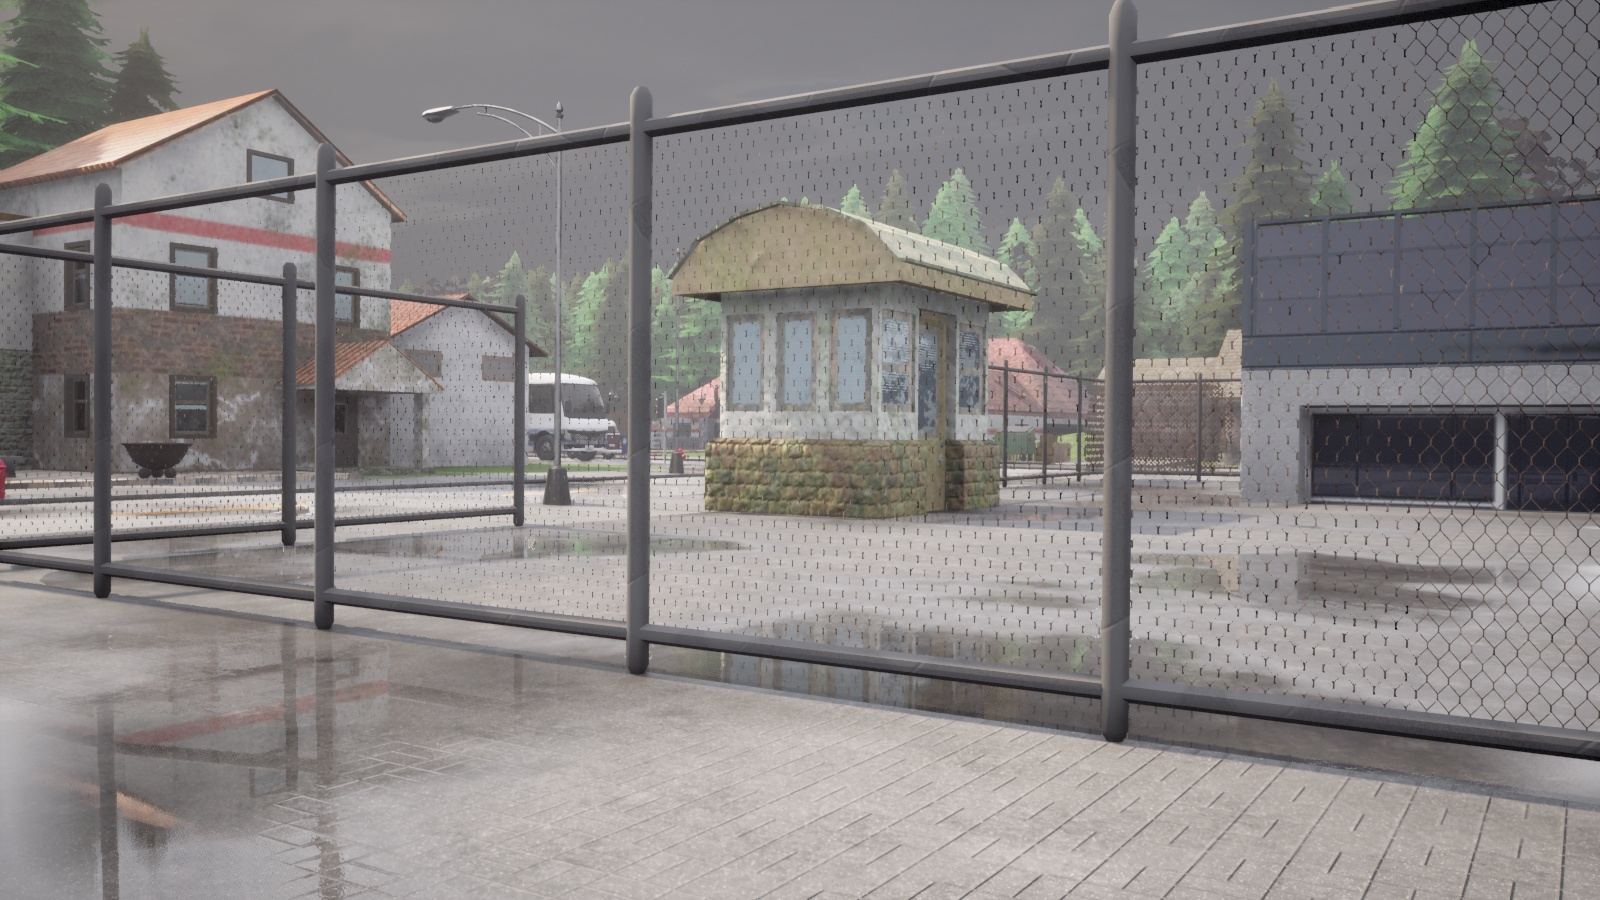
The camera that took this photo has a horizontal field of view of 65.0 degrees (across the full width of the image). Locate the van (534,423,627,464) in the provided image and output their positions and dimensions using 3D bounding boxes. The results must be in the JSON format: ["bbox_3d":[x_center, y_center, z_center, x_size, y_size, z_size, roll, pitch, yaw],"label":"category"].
[{"bbox_3d":[-11.376,-0.328,64.928,4.480,2.038,2.069,0,1,32],"label":"van"}]

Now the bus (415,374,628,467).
[{"bbox_3d":[-13.741,-1.362,61.640,10.273,4.253,3.944,0,1,31],"label":"bus"}]
